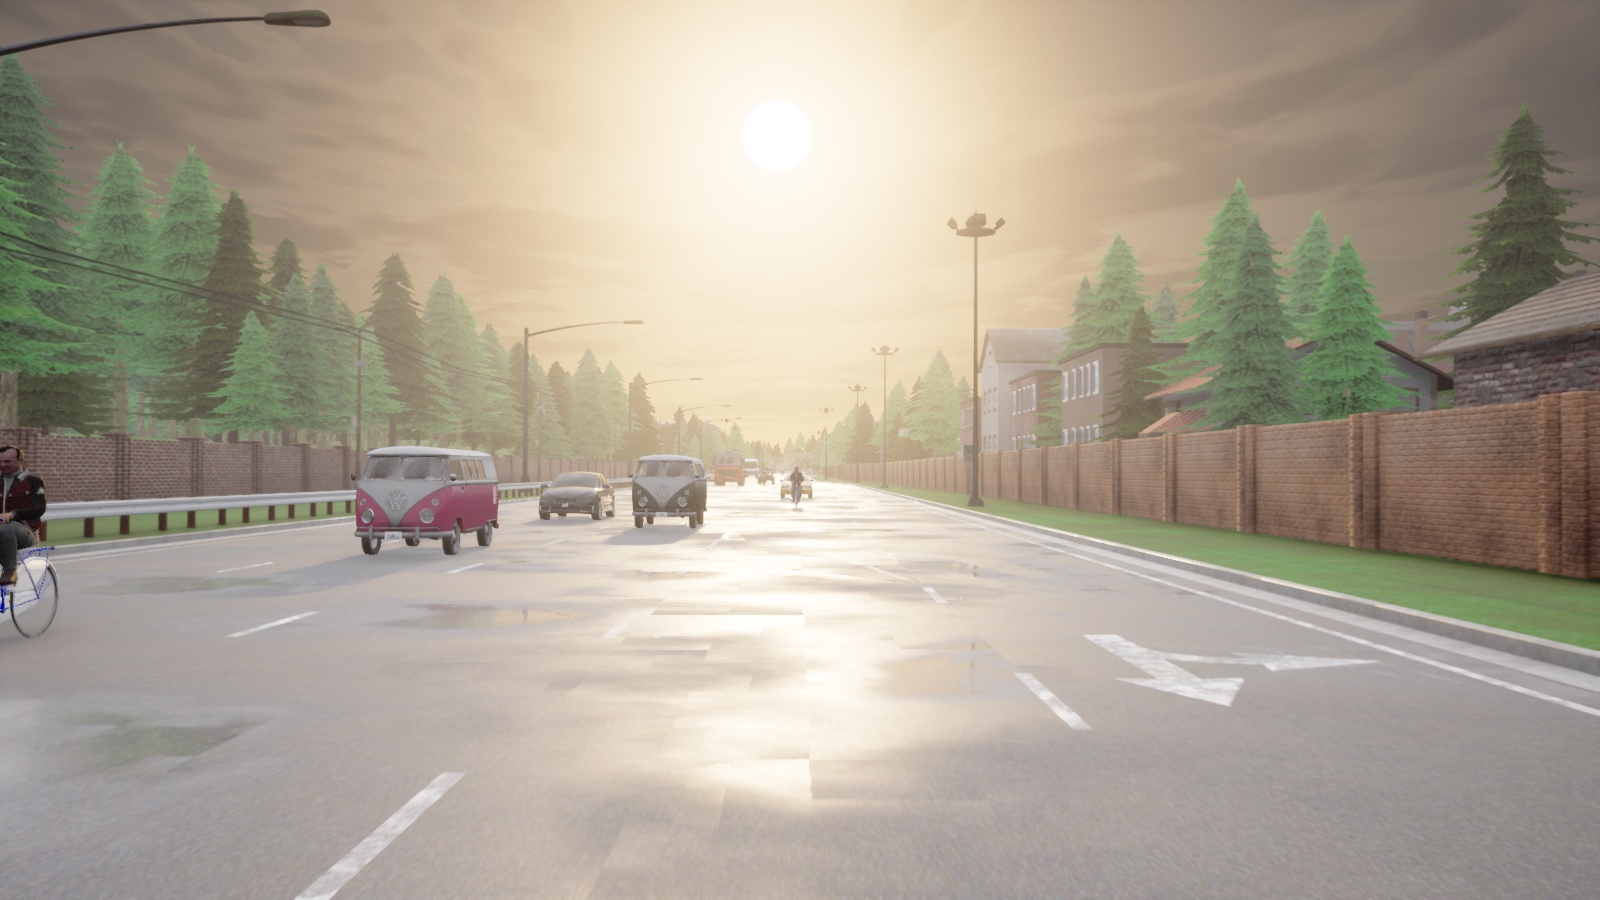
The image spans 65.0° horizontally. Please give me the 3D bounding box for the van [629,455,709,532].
[{"bbox_3d":[-3.588,1.167,34.972,1.775,1.987,4.442,0,-1,0],"label":"van"}]

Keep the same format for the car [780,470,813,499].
[{"bbox_3d":[-0.178,1.954,71.622,1.801,1.575,5.366,0,-1,0],"label":"car"}]

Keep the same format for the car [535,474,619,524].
[{"bbox_3d":[-7.100,1.525,40.437,1.837,1.490,4.892,0,-1,0],"label":"car"}]

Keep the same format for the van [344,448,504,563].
[{"bbox_3d":[-7.069,0.999,24.088,1.775,1.987,4.442,0,-1,-1],"label":"van"}]

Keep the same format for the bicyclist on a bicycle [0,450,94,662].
[{"bbox_3d":[-7.028,0.897,10.981,0.659,1.776,1.843,0,-1,0],"label":"bicyclist on a bicycle"}]
